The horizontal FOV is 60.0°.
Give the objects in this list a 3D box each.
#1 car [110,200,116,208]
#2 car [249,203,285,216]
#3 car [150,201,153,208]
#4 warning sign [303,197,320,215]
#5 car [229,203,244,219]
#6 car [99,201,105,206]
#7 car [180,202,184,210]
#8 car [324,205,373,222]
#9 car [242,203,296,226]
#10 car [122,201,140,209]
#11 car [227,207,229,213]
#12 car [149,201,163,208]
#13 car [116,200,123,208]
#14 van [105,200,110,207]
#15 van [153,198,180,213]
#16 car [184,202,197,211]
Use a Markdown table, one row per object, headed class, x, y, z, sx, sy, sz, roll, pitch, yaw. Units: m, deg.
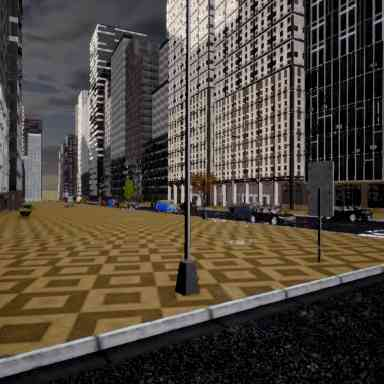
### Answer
| class | x | y | z | sx | sy | sz | roll | pitch | yaw |
| --- | --- | --- | --- | --- | --- | --- | --- | --- | --- |
| car | -15.726 | 2.731 | 71.550 | 1.887 | 1.381 | 4.507 | -1 | -1 | -26 |
| car | 8.855 | 2.068 | 39.675 | 1.947 | 1.339 | 4.313 | -1 | -1 | -26 |
| car | -6.409 | 2.257 | 65.537 | 2.150 | 2.045 | 5.566 | 0 | -1 | -26 |
| warning sign | 13.088 | 1.544 | 36.413 | 1.300 | 1.860 | 1.060 | 1 | -1 | -26 |
| car | 6.119 | 1.920 | 32.018 | 2.033 | 1.411 | 5.357 | 0 | -1 | -26 |
| car | -23.022 | 3.053 | 86.762 | 1.887 | 1.381 | 4.507 | -1 | -1 | -26 |
| car | -3.583 | 2.256 | 52.371 | 1.882 | 1.535 | 5.008 | 0 | -1 | -25 |
| car | 13.719 | 1.854 | 29.532 | 2.008 | 1.369 | 4.403 | -1 | -1 | -26 |
| car | 6.164 | 1.814 | 25.908 | 2.008 | 1.369 | 4.403 | -1 | -1 | -26 |
| car | -10.862 | 2.525 | 61.407 | 2.008 | 1.369 | 4.403 | -1 | -1 | -26 |
| car | 6.423 | 2.168 | 44.746 | 1.947 | 1.339 | 4.313 | -1 | -1 | -26 |
| car | -8.169 | 2.809 | 75.173 | 1.802 | 1.307 | 4.206 | -1 | -1 | -26 |
| car | -13.221 | 2.602 | 66.326 | 1.752 | 1.417 | 4.829 | -1 | -1 | -26 |
| van | -18.161 | 2.635 | 76.623 | 1.690 | 1.788 | 3.998 | -1 | -1 | -26 |
| van | -3.569 | 2.005 | 46.197 | 1.690 | 1.788 | 3.998 | -1 | -1 | -26 |
| car | -0.830 | 2.302 | 53.906 | 1.837 | 1.490 | 4.892 | 0 | -1 | -26 |
